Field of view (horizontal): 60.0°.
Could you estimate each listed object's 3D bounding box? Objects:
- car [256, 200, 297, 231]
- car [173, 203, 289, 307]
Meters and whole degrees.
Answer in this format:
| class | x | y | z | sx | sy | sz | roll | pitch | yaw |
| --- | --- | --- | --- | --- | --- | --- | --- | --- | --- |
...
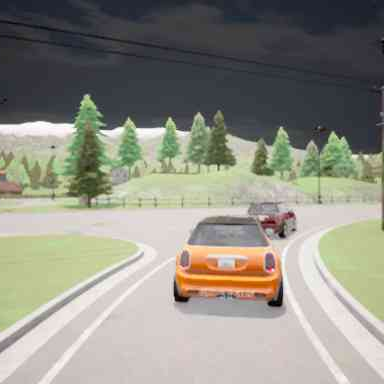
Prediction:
| class | x | y | z | sx | sy | sz | roll | pitch | yaw |
| --- | --- | --- | --- | --- | --- | --- | --- | --- | --- |
| car | 4.143 | 1.273 | 17.503 | 2.097 | 1.767 | 4.553 | 0 | 0 | 26 |
| car | 0.942 | 1.315 | 8.161 | 2.097 | 1.767 | 4.553 | 0 | 0 | 9 |
